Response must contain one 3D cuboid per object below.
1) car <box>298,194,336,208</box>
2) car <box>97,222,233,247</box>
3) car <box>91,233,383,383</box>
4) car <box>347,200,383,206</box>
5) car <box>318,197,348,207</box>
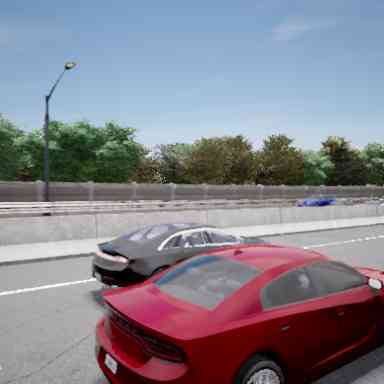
[{"bbox_3d":[15.254,1.277,39.952,5.566,2.045,2.150,0,0,-34],"label":"car"},{"bbox_3d":[0.097,1.496,8.084,4.902,1.511,2.128,0,0,-35],"label":"car"},{"bbox_3d":[1.252,1.482,4.614,5.008,1.535,1.882,0,0,-35],"label":"car"},{"bbox_3d":[18.459,1.612,33.688,5.357,1.411,2.033,0,0,-34],"label":"car"},{"bbox_3d":[16.358,1.585,36.484,4.674,1.442,1.812,0,0,-34],"label":"car"}]
